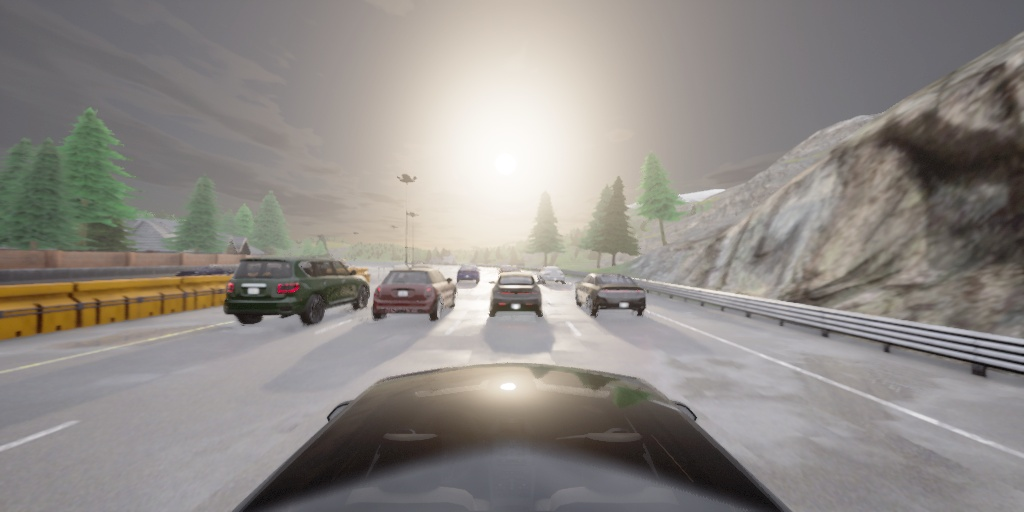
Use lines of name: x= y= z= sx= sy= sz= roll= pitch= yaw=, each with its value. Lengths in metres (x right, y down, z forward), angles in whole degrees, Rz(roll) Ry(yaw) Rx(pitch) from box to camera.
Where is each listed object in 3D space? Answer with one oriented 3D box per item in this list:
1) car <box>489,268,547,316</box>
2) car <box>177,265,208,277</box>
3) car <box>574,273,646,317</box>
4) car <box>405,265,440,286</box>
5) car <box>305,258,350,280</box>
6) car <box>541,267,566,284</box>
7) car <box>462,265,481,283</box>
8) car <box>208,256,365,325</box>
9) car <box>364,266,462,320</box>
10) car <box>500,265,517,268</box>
car: x=0.151 y=1.393 z=14.061 sx=1.837 sy=1.490 sz=4.892 roll=0 pitch=0 yaw=1
car: x=-28.704 y=1.521 z=33.649 sx=1.895 sy=1.301 sz=4.718 roll=0 pitch=-1 yaw=-6
car: x=3.651 y=1.400 z=14.027 sx=2.128 sy=1.511 sz=4.902 roll=0 pitch=-1 yaw=1
car: x=-7.162 y=1.512 z=29.139 sx=1.837 sy=1.490 sz=4.892 roll=1 pitch=0 yaw=-3
car: x=-18.422 y=1.233 z=36.230 sx=2.150 sy=2.045 sz=5.566 roll=0 pitch=0 yaw=-6
car: x=3.263 y=1.611 z=30.493 sx=1.812 sy=1.442 sz=4.674 roll=0 pitch=0 yaw=-3
car: x=-3.810 y=1.532 z=31.693 sx=1.882 sy=1.535 sz=5.008 roll=1 pitch=0 yaw=-4
car: x=-6.862 y=1.045 z=12.228 sx=2.150 sy=2.045 sz=5.566 roll=0 pitch=0 yaw=1
car: x=-3.357 y=1.206 z=13.226 sx=2.097 sy=1.767 sz=4.553 roll=0 pitch=-1 yaw=1
car: x=-0.309 y=1.554 z=31.687 sx=1.882 sy=1.535 sz=5.008 roll=1 pitch=0 yaw=-4
